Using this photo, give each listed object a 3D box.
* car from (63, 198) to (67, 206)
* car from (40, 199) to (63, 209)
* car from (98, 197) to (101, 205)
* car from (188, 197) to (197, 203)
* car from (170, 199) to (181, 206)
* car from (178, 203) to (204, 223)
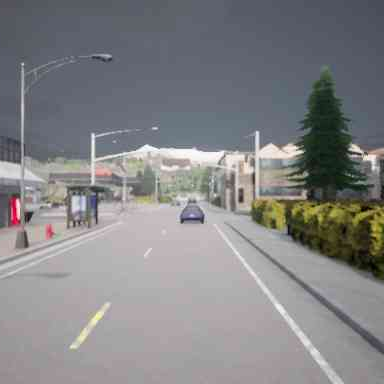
[{"bbox_3d":[-25.850,2.035,69.862,1.932,1.855,4.605,0,-1,0],"label":"car"},{"bbox_3d":[-22.535,1.988,52.809,1.970,1.475,3.806,0,-1,0],"label":"car"},{"bbox_3d":[-22.580,2.099,77.737,1.905,1.878,3.866,0,-1,0],"label":"car"},{"bbox_3d":[0.045,1.989,76.652,2.097,1.767,4.553,0,-1,0],"label":"car"},{"bbox_3d":[-3.459,2.272,69.802,2.128,1.511,4.902,0,-1,0],"label":"car"},{"bbox_3d":[0.034,1.882,28.381,1.994,1.385,4.181,0,-1,0],"label":"car"}]
